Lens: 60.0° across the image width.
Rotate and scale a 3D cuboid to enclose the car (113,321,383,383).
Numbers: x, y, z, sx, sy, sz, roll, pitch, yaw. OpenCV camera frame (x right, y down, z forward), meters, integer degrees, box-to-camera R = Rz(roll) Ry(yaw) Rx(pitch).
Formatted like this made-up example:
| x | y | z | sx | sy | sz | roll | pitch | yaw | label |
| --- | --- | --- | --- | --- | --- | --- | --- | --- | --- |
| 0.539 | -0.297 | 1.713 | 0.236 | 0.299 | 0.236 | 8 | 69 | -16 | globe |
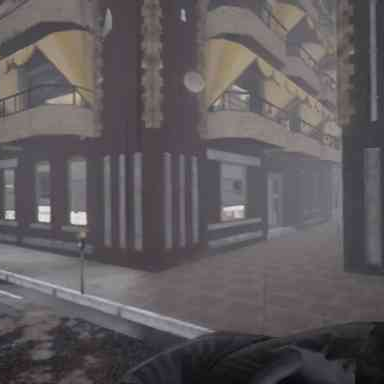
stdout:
| x | y | z | sx | sy | sz | roll | pitch | yaw | label |
| --- | --- | --- | --- | --- | --- | --- | --- | --- | --- |
| 1.263 | 1.566 | 1.987 | 4.313 | 1.339 | 1.947 | 0 | -1 | 35 | car |
